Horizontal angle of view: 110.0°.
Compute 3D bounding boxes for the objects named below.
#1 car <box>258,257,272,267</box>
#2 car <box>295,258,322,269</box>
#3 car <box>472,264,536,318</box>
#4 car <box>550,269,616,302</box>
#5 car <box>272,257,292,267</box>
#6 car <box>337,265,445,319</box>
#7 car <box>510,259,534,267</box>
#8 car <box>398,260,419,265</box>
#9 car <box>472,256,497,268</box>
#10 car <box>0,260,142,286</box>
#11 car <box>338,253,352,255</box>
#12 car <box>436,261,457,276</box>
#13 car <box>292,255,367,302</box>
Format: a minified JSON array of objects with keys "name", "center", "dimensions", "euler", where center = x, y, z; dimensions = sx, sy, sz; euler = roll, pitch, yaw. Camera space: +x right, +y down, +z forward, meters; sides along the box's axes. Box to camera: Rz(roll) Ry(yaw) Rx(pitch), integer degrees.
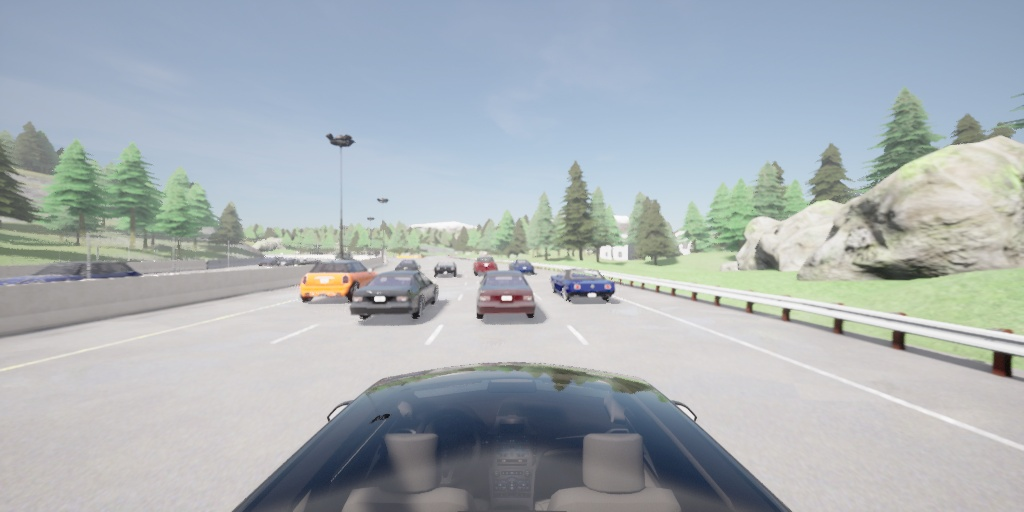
[{"name":"car","center":[-35.776,0.880,53.304],"dimensions":[2.033,1.411,5.357],"euler":[0,1,-16]},{"name":"car","center":[-26.724,0.978,47.156],"dimensions":[1.895,1.301,4.718],"euler":[0,1,-14]},{"name":"car","center":[-0.292,1.199,12.520],"dimensions":[2.033,1.411,5.357],"euler":[0,1,-3]},{"name":"car","center":[2.967,1.214,16.166],"dimensions":[1.895,1.301,4.718],"euler":[0,1,-4]},{"name":"car","center":[-31.529,0.843,50.838],"dimensions":[2.128,1.511,4.902],"euler":[0,1,-14]},{"name":"car","center":[-3.786,1.206,12.380],"dimensions":[2.033,1.411,5.357],"euler":[0,1,-3]},{"name":"car","center":[0.825,1.014,34.343],"dimensions":[1.994,1.385,4.181],"euler":[0,1,-9]},{"name":"car","center":[-9.713,1.036,33.751],"dimensions":[1.994,1.385,4.181],"euler":[0,1,-9]},{"name":"car","center":[-2.565,0.816,33.391],"dimensions":[2.097,1.767,4.553],"euler":[0,1,-9]},{"name":"car","center":[-18.200,1.010,14.854],"dimensions":[2.097,1.767,4.553],"euler":[0,1,-4]},{"name":"car","center":[-24.855,0.543,53.247],"dimensions":[2.150,2.045,5.566],"euler":[0,0,-15]},{"name":"car","center":[-5.859,1.083,31.961],"dimensions":[1.895,1.301,4.718],"euler":[0,1,-8]},{"name":"car","center":[-7.599,0.981,16.355],"dimensions":[2.097,1.767,4.553],"euler":[0,1,-4]}]
